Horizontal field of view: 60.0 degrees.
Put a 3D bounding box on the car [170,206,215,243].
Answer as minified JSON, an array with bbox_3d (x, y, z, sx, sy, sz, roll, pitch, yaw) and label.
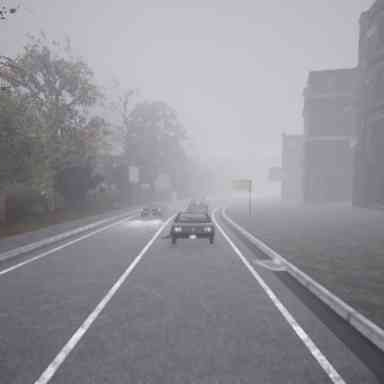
[{"bbox_3d":[0.028,1.555,15.883,1.895,1.301,4.718,0,0,0],"label":"car"}]

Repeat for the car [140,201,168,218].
[{"bbox_3d":[-3.260,1.523,29.272,1.895,1.301,4.718,0,0,3],"label":"car"}]

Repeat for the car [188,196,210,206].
[{"bbox_3d":[0.836,1.221,36.174,2.097,1.767,4.553,0,1,6],"label":"car"}]
